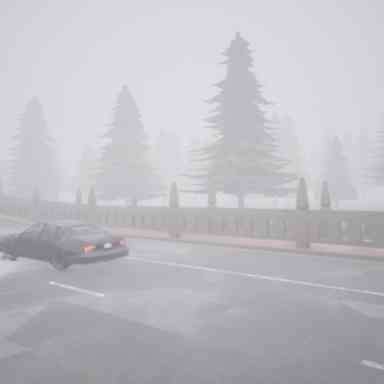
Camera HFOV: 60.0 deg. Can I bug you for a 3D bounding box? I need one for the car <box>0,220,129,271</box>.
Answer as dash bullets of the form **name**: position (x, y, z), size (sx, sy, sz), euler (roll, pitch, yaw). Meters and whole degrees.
- **car**: position (-4.560, 1.683, 11.432), size (5.357, 1.411, 2.033), euler (-1, -1, 36)
